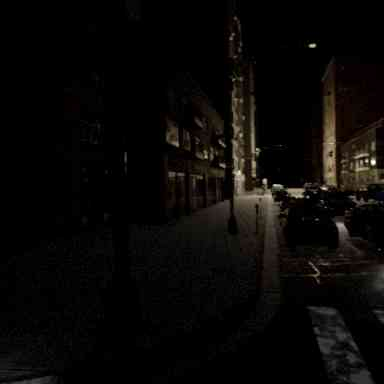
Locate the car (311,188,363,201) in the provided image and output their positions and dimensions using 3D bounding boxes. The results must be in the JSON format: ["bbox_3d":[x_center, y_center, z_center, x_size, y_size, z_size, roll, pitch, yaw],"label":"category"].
[{"bbox_3d":[9.163,0.748,21.416,1.882,1.535,5.008,-1,1,13],"label":"car"}]

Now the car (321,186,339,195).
[{"bbox_3d":[22.761,-0.338,54.980,1.947,1.339,4.313,0,2,13],"label":"car"}]

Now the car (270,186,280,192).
[{"bbox_3d":[18.250,-0.694,73.474,1.947,1.339,4.313,0,2,13],"label":"car"}]

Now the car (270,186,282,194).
[{"bbox_3d":[15.719,-0.370,62.418,2.008,1.369,4.403,0,2,13],"label":"car"}]

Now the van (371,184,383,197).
[{"bbox_3d":[16.431,0.286,27.335,1.690,1.788,3.998,0,2,13],"label":"van"}]

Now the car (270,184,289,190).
[{"bbox_3d":[11.922,0.027,45.834,1.967,1.590,4.097,0,2,13],"label":"car"}]

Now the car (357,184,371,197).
[{"bbox_3d":[17.696,0.090,32.862,2.192,1.841,5.009,0,2,13],"label":"car"}]

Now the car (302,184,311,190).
[{"bbox_3d":[30.391,-1.403,88.312,1.752,1.417,4.829,0,2,13],"label":"car"}]

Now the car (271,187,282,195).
[{"bbox_3d":[14.454,-0.170,56.892,1.802,1.307,4.206,0,2,13],"label":"car"}]

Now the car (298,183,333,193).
[{"bbox_3d":[11.440,0.320,31.176,2.097,1.767,4.553,-1,1,13],"label":"car"}]

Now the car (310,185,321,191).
[{"bbox_3d":[26.558,-0.830,71.564,1.802,1.307,4.206,0,2,13],"label":"car"}]

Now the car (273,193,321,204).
[{"bbox_3d":[5.597,0.983,18.200,1.887,1.381,4.507,0,2,13],"label":"car"}]

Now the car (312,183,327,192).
[{"bbox_3d":[25.288,-0.927,66.030,2.192,1.841,5.009,0,2,13],"label":"car"}]

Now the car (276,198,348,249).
[{"bbox_3d":[4.331,1.154,12.672,1.887,1.381,4.507,0,2,13],"label":"car"}]

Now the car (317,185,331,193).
[{"bbox_3d":[24.064,-0.553,60.673,1.752,1.417,4.829,0,2,13],"label":"car"}]

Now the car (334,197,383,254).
[{"bbox_3d":[6.890,1.119,11.721,2.033,1.411,5.357,-1,1,10],"label":"car"}]

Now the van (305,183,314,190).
[{"bbox_3d":[29.086,-1.412,82.613,1.690,1.788,3.998,0,2,13],"label":"van"}]

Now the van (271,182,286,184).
[{"bbox_3d":[13.185,-0.241,51.358,1.690,1.788,3.998,0,2,13],"label":"van"}]

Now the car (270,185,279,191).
[{"bbox_3d":[19.515,-0.886,79.001,1.887,1.381,4.507,0,2,13],"label":"car"}]

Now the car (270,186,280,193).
[{"bbox_3d":[16.985,-0.525,67.947,1.947,1.339,4.313,0,2,13],"label":"car"}]

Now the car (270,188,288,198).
[{"bbox_3d":[9.393,0.508,34.783,1.802,1.307,4.206,0,2,13],"label":"car"}]

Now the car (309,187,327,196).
[{"bbox_3d":[18.964,-0.095,50.373,1.895,1.301,4.718,-1,1,13],"label":"car"}]

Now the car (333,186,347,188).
[{"bbox_3d":[16.588,0.171,39.944,2.033,1.411,5.357,-1,1,13],"label":"car"}]

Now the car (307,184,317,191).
[{"bbox_3d":[27.861,-1.062,77.256,1.752,1.417,4.829,0,2,13],"label":"car"}]
